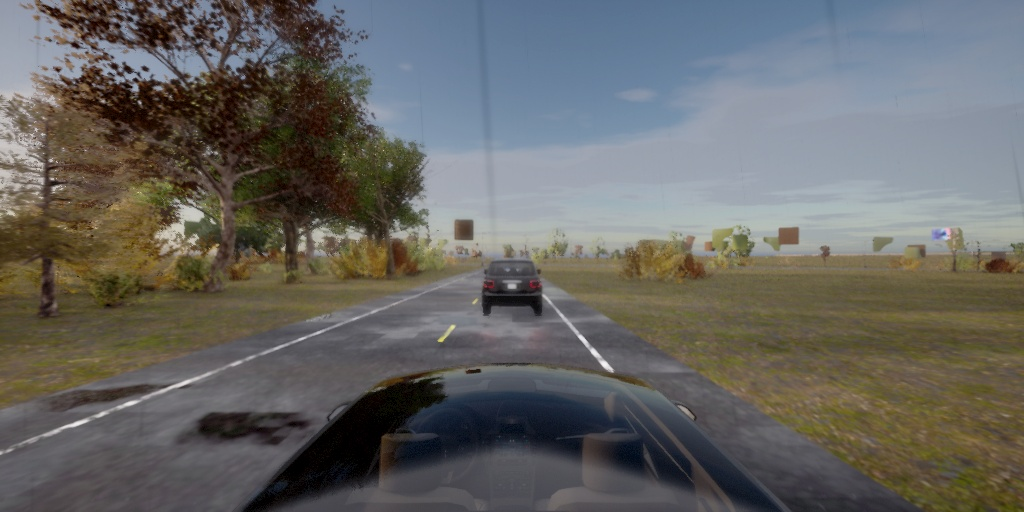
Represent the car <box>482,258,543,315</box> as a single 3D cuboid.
[{"bbox_3d":[0.021,1.101,14.442,2.150,2.045,5.566,0,0,0],"label":"car"}]
